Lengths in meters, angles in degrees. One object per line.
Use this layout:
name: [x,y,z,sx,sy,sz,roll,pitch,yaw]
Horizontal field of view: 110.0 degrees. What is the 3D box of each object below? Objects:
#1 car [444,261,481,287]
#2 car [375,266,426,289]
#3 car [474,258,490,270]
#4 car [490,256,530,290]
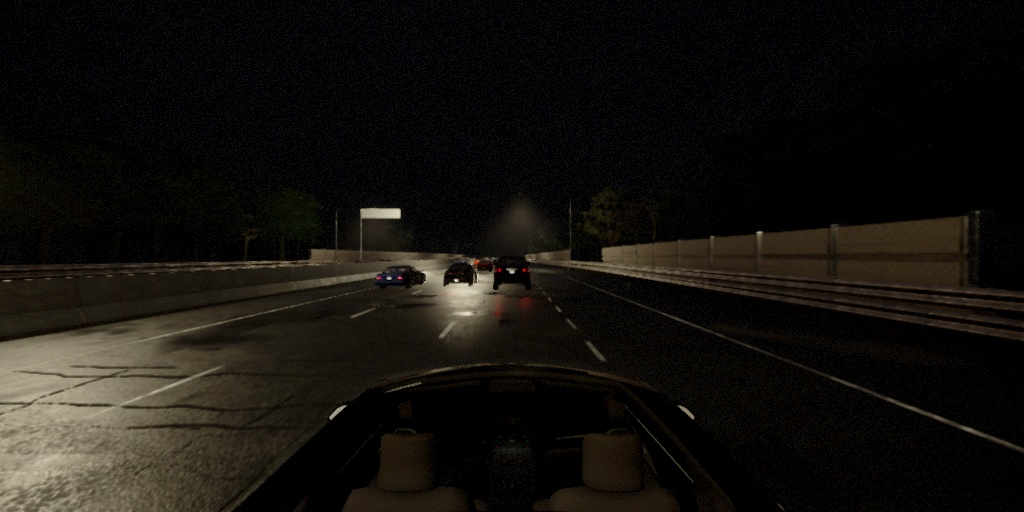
car: [-3.501,1.278,24.931,1.837,1.490,4.892,0,0,0]
car: [-6.997,1.316,22.940,2.033,1.411,5.357,0,0,0]
car: [-3.501,1.275,46.921,1.882,1.535,5.008,0,0,0]
car: [0.000,0.991,22.968,2.150,2.045,5.566,0,0,0]
